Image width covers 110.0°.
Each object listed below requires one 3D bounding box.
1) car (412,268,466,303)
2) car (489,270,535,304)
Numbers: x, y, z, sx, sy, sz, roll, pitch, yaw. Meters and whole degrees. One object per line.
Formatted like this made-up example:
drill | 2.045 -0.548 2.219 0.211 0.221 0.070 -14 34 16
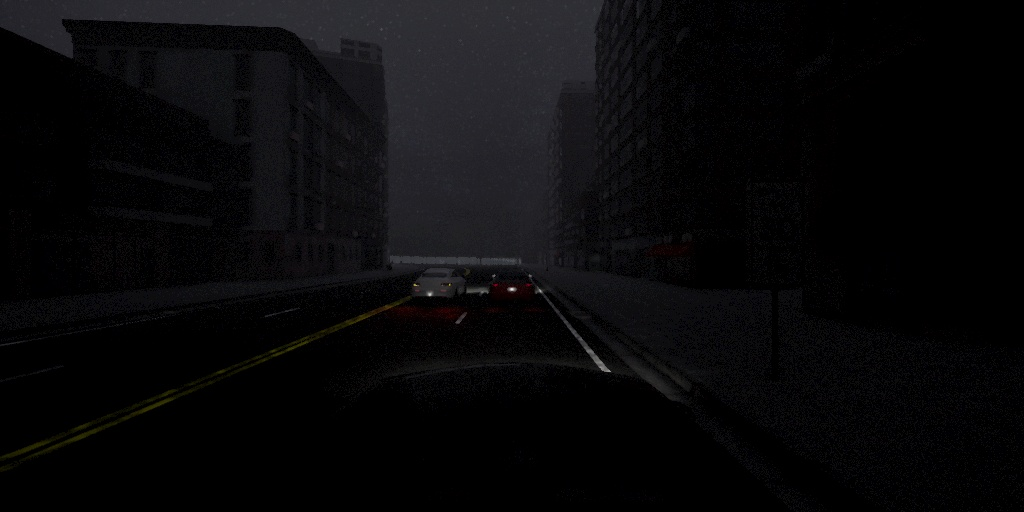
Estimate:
car | -3.250 1.280 16.500 1.812 1.442 4.674 0 0 0
car | 0.000 1.320 16.500 1.994 1.385 4.181 0 0 0
